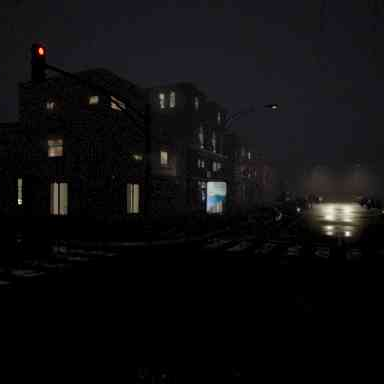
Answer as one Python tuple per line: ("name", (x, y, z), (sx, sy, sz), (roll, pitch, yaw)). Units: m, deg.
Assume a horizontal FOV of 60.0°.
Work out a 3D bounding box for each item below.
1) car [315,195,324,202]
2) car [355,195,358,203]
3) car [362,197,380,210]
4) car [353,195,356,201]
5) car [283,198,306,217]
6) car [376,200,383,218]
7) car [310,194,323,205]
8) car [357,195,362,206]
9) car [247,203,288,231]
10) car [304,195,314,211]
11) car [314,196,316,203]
("car", (31.271, 1.485, 81.522), (1.967, 1.590, 4.097), (0, 0, 24))
("car", (30.068, 1.578, 57.916), (2.008, 1.369, 4.403), (0, 0, 24))
("car", (23.414, 1.568, 42.745), (2.008, 1.369, 4.403), (0, 0, 24))
("car", (34.504, 1.617, 68.029), (1.802, 1.307, 4.206), (0, 0, 24))
("car", (9.091, 1.561, 30.952), (2.008, 1.369, 4.403), (0, 0, 24))
("car", (16.760, 1.592, 27.573), (1.802, 1.307, 4.206), (0, 0, 24))
("car", (22.400, 1.343, 61.294), (2.192, 1.841, 5.009), (0, 0, 24))
("car", (27.851, 1.464, 52.858), (1.967, 1.590, 4.097), (0, 0, 24))
("car", (4.656, 1.588, 20.838), (1.802, 1.307, 4.206), (0, 0, 24))
("car", (13.528, 1.455, 41.066), (1.967, 1.590, 4.097), (0, 0, 24))
("car", (15.677, 1.543, 45.967), (1.752, 1.417, 4.829), (0, 0, 24))
